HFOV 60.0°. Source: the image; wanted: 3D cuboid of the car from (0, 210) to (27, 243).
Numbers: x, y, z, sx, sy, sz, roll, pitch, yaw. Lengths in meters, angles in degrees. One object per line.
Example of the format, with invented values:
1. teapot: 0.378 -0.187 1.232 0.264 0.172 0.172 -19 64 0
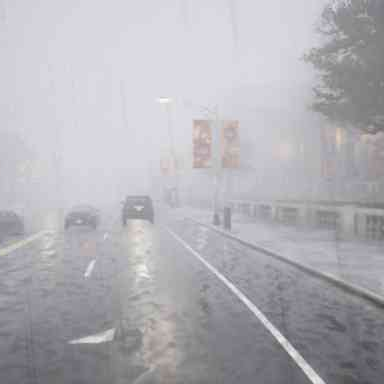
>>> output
1. car: -9.559 1.576 15.922 2.033 1.411 5.357 0 0 -11

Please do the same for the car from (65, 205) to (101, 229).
1. car: -6.990 1.534 21.498 1.812 1.442 4.674 0 0 -11

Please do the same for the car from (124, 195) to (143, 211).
1. car: -7.239 1.337 40.950 2.097 1.767 4.553 0 0 -11

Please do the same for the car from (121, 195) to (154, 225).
1. car: -3.987 1.213 24.384 2.150 2.045 5.566 0 0 -11
